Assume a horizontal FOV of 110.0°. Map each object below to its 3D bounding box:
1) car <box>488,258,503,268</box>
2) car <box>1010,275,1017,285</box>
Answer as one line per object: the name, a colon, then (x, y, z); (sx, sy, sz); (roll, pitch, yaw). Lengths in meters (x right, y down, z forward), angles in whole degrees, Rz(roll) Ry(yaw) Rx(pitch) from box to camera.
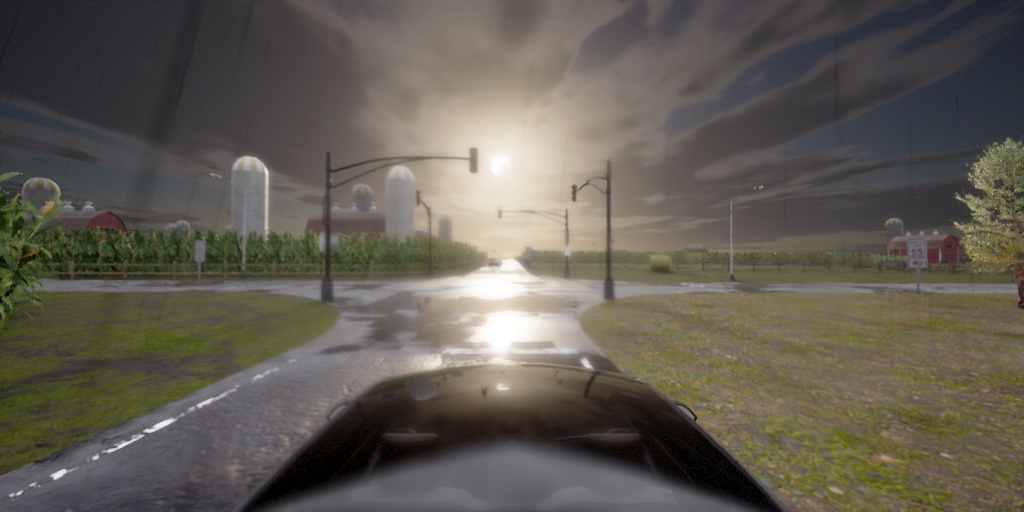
car: (-2.807, 1.232, 57.400); (1.895, 1.301, 4.718); (0, 0, 0)
car: (42.412, 1.719, 28.180); (4.718, 1.301, 1.895); (1, -1, -4)
